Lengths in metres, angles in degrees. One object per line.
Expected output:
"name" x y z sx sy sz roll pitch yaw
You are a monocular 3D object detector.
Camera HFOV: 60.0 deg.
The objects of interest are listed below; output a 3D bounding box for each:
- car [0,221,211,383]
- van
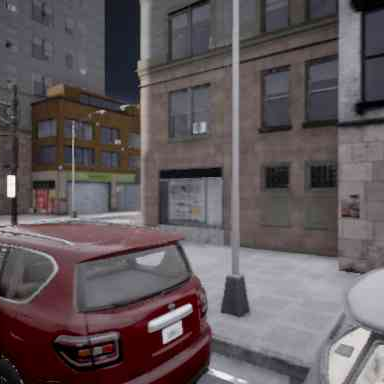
"car" -2.116 1.311 4.321 5.009 1.841 2.192 0 0 36
"van" 2.369 1.343 1.118 3.998 1.788 1.690 0 0 36
